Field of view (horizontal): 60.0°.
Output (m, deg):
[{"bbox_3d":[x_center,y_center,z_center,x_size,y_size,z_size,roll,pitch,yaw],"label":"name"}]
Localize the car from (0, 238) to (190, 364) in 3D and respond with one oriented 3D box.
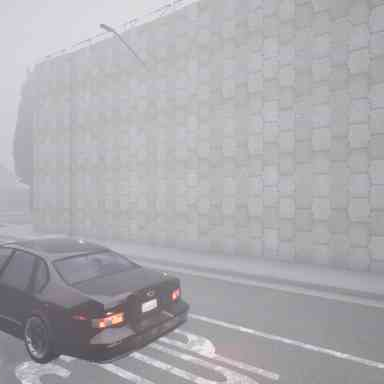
[{"bbox_3d":[-2.611,1.547,5.841,5.357,1.411,2.033,0,0,35],"label":"car"}]
